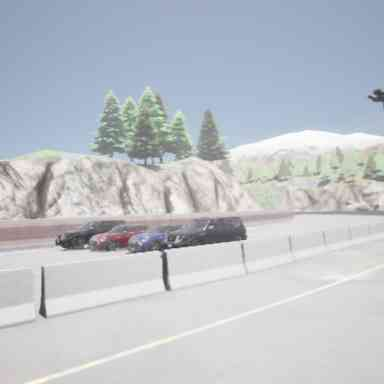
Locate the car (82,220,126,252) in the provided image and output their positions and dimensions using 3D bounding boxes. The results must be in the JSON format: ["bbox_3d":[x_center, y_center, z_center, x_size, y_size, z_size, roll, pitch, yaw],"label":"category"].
[{"bbox_3d":[-4.848,3.102,23.246,4.553,1.767,2.097,1,-5,-42],"label":"car"}]

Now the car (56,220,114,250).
[{"bbox_3d":[-7.461,3.230,25.559,5.566,2.045,2.150,2,-5,-42],"label":"car"}]

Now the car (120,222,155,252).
[{"bbox_3d":[-1.851,2.850,21.244,4.553,1.767,2.097,1,-5,-43],"label":"car"}]

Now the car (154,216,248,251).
[{"bbox_3d":[0.890,2.462,18.998,5.566,2.045,2.150,1,-5,-43],"label":"car"}]
